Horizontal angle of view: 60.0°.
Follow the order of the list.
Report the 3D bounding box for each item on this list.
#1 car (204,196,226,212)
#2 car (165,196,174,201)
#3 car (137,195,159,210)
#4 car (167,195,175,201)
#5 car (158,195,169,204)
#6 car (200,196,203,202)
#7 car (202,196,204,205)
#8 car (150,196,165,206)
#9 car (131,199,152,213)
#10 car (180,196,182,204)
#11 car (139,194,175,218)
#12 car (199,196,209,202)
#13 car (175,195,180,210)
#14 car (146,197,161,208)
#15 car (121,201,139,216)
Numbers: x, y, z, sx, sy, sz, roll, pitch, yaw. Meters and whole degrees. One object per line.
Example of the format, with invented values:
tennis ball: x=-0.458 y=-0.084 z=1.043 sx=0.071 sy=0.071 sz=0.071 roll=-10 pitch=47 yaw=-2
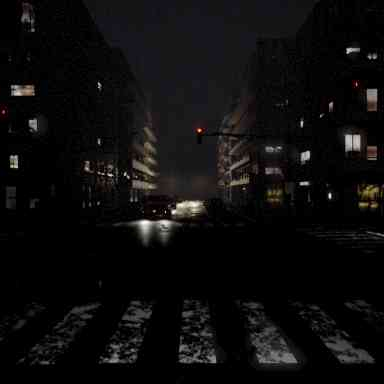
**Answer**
car: x=2.726 y=1.448 z=37.916 sx=1.967 sy=1.590 sz=4.097 roll=0 pitch=0 yaw=0
car: x=-5.612 y=1.589 z=83.380 sx=2.008 sy=1.369 sz=4.403 roll=0 pitch=0 yaw=0
car: x=-5.649 y=1.326 z=43.604 sx=2.192 sy=1.841 sz=5.009 roll=0 pitch=0 yaw=0
car: x=-5.607 y=1.594 z=89.063 sx=2.008 sy=1.369 sz=4.403 roll=0 pitch=0 yaw=0
car: x=-5.628 y=1.464 z=66.335 sx=1.967 sy=1.590 sz=4.097 roll=0 pitch=0 yaw=0
car: x=2.742 y=1.598 z=54.963 sx=1.802 sy=1.307 sz=4.206 roll=0 pitch=0 yaw=0
car: x=2.731 y=1.451 z=43.598 sx=1.967 sy=1.590 sz=4.097 roll=0 pitch=0 yaw=0
car: x=-5.638 y=1.457 z=54.969 sx=1.967 sy=1.590 sz=4.097 roll=0 pitch=0 yaw=0
car: x=-5.655 y=1.533 z=37.752 sx=1.752 sy=1.417 sz=4.829 roll=0 pitch=0 yaw=0
car: x=-2.946 y=1.373 z=64.293 sx=2.097 sy=1.767 sz=4.553 roll=0 pitch=0 yaw=0
car: x=-3.090 y=1.227 z=30.212 sx=2.150 sy=2.045 sz=5.566 roll=0 pitch=0 yaw=1
car: x=2.763 y=1.584 z=77.693 sx=2.008 sy=1.369 sz=4.403 roll=0 pitch=0 yaw=0
car: x=-3.056 y=1.363 z=42.386 sx=2.097 sy=1.767 sz=4.553 roll=0 pitch=0 yaw=0
car: x=-5.644 y=1.539 z=49.117 sx=1.752 sy=1.417 sz=4.829 roll=0 pitch=0 yaw=0
car: x=-5.660 y=1.572 z=32.239 sx=1.947 sy=1.339 sz=4.313 roll=0 pitch=0 yaw=0
